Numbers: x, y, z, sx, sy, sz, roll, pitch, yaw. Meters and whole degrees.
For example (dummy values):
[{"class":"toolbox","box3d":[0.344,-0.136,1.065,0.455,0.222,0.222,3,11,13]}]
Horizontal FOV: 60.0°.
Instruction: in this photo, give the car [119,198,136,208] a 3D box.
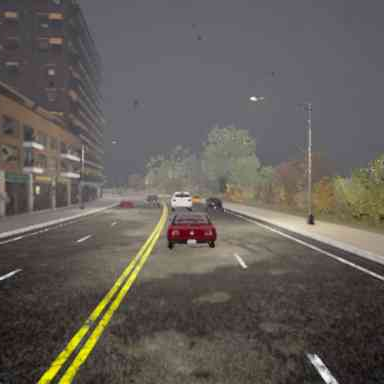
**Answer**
[{"class":"car","box3d":[-8.426,1.431,43.575,1.895,1.301,4.718,0,0,-5]}]

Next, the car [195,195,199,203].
[{"class":"car","box3d":[0.573,1.209,52.842,1.882,1.535,5.008,0,1,-6]}]

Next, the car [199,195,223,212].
[{"class":"car","box3d":[2.141,1.321,35.597,1.837,1.490,4.892,0,-1,-4]}]

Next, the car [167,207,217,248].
[{"class":"car","box3d":[-0.064,1.537,14.478,1.895,1.301,4.718,0,0,-2]}]

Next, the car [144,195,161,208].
[{"class":"car","box3d":[-5.219,1.164,44.122,2.097,1.767,4.553,0,0,-5]}]

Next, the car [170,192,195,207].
[{"class":"car","box3d":[-1.268,1.045,38.103,2.150,2.045,5.566,0,0,-4]}]
